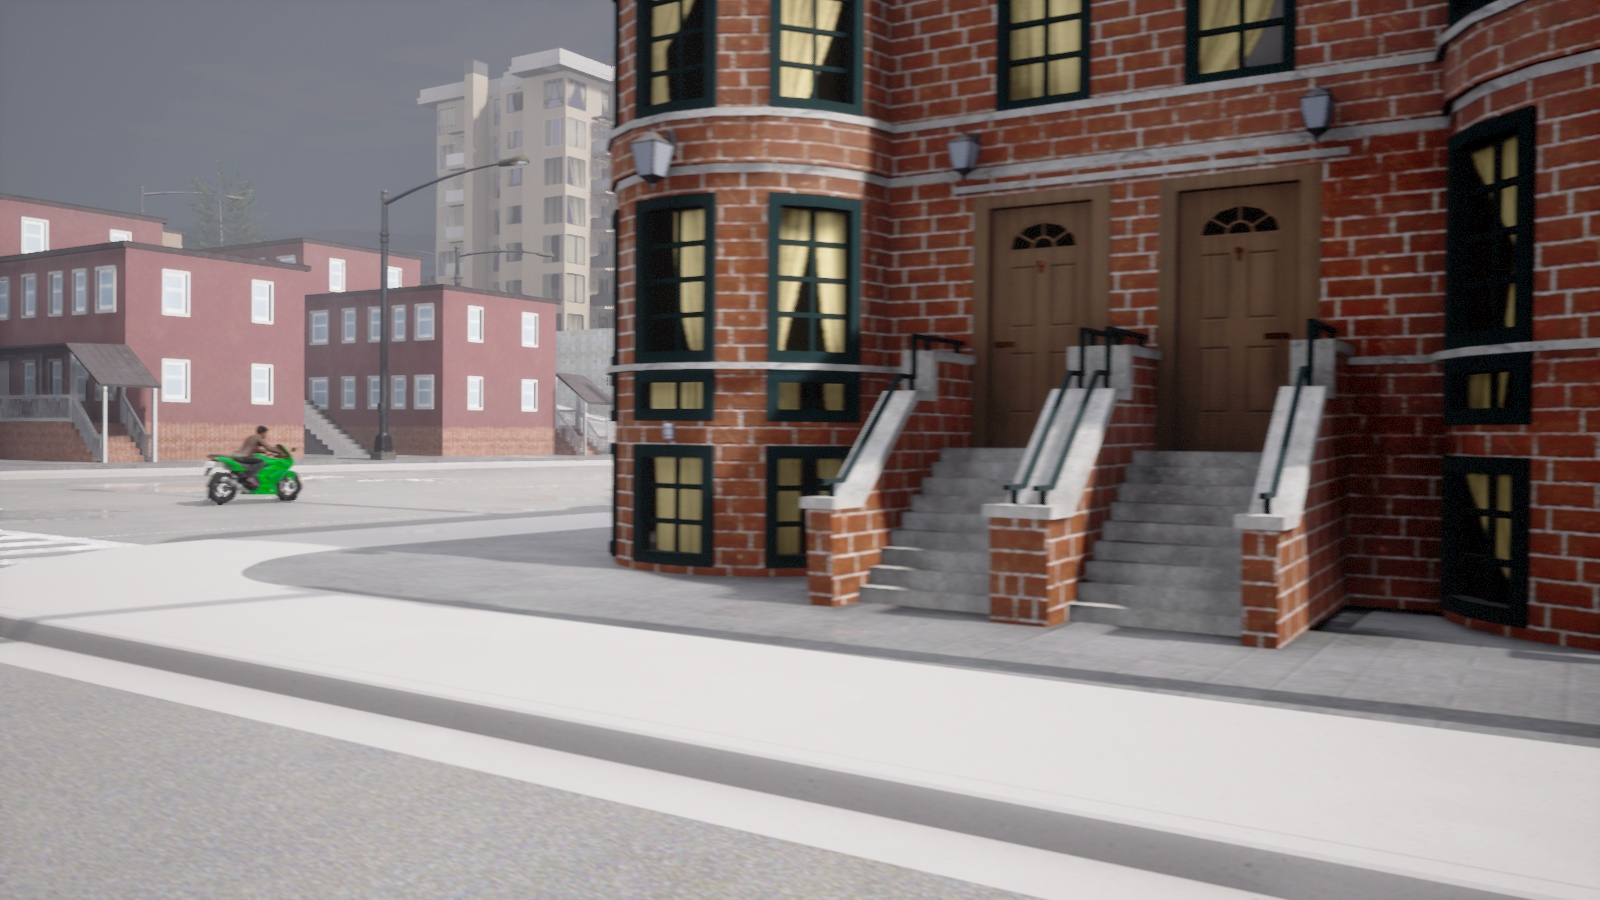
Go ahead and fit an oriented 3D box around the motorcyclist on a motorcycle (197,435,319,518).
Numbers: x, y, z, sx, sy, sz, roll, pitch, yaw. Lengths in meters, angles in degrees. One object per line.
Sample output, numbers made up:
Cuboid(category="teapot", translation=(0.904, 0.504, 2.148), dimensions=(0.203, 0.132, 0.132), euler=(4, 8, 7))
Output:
Cuboid(category="motorcyclist on a motorcycle", translation=(-10.460, 0.473, 24.309), dimensions=(0.797, 1.523, 2.044), euler=(0, 1, 34))
